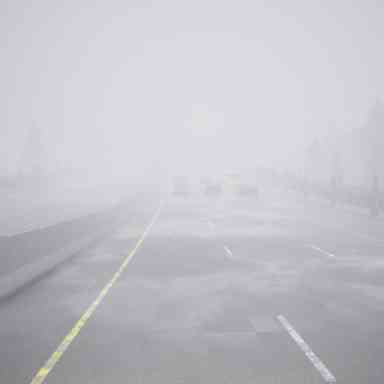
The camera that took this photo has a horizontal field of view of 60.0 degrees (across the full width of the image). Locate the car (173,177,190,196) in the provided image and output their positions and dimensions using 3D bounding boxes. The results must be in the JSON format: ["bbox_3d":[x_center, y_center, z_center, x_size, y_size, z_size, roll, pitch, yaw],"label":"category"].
[{"bbox_3d":[-1.196,-0.452,37.740,2.033,1.411,5.357,0,7,-1],"label":"car"}]

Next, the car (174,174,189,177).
[{"bbox_3d":[-1.528,-1.822,48.087,1.882,1.535,5.008,0,7,-1],"label":"car"}]

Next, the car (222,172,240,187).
[{"bbox_3d":[5.496,-1.845,46.441,2.150,2.045,5.566,0,7,-2],"label":"car"}]

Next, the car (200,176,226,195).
[{"bbox_3d":[2.348,-0.570,38.239,1.882,1.535,5.008,0,7,-2],"label":"car"}]

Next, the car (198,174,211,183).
[{"bbox_3d":[2.016,-1.861,48.516,1.882,1.535,5.008,0,7,-2],"label":"car"}]

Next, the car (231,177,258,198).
[{"bbox_3d":[5.902,-0.336,36.455,1.882,1.535,5.008,0,7,-2],"label":"car"}]
